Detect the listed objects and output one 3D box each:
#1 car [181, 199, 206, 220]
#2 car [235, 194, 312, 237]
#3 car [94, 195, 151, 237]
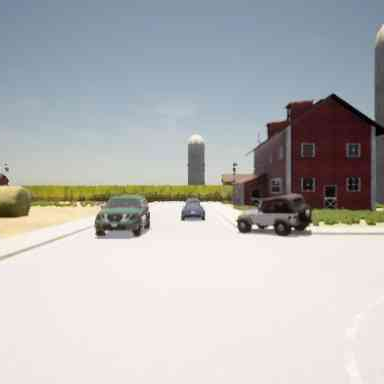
[{"bbox_3d":[0.099,1.542,27.728,1.994,1.385,4.181,0,0,0],"label":"car"},{"bbox_3d":[4.165,1.132,17.151,1.905,1.878,3.866,-8,3,-42],"label":"car"},{"bbox_3d":[-3.576,1.205,18.167,2.150,2.045,5.566,0,0,0],"label":"car"}]
